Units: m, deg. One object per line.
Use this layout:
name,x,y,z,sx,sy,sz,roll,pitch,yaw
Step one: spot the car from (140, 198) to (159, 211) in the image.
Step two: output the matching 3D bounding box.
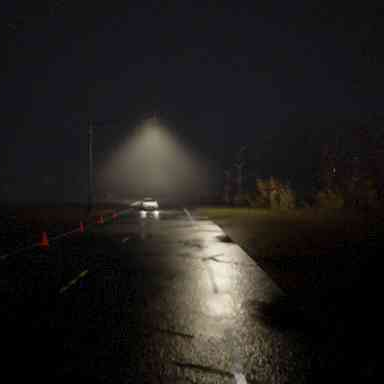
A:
car,-5.283,1.507,40.817,1.812,1.442,4.674,0,0,-14

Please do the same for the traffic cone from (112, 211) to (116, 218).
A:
traffic cone,-6.777,1.941,29.020,0.340,0.580,0.340,0,0,-3

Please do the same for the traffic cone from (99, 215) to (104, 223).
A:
traffic cone,-6.558,1.943,24.049,0.340,0.580,0.340,0,0,-2

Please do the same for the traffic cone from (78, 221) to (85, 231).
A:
traffic cone,-6.379,1.945,19.076,0.340,0.580,0.340,0,0,-2

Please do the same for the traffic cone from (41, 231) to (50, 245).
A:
traffic cone,-6.238,1.948,14.102,0.340,0.580,0.340,0,0,-1
